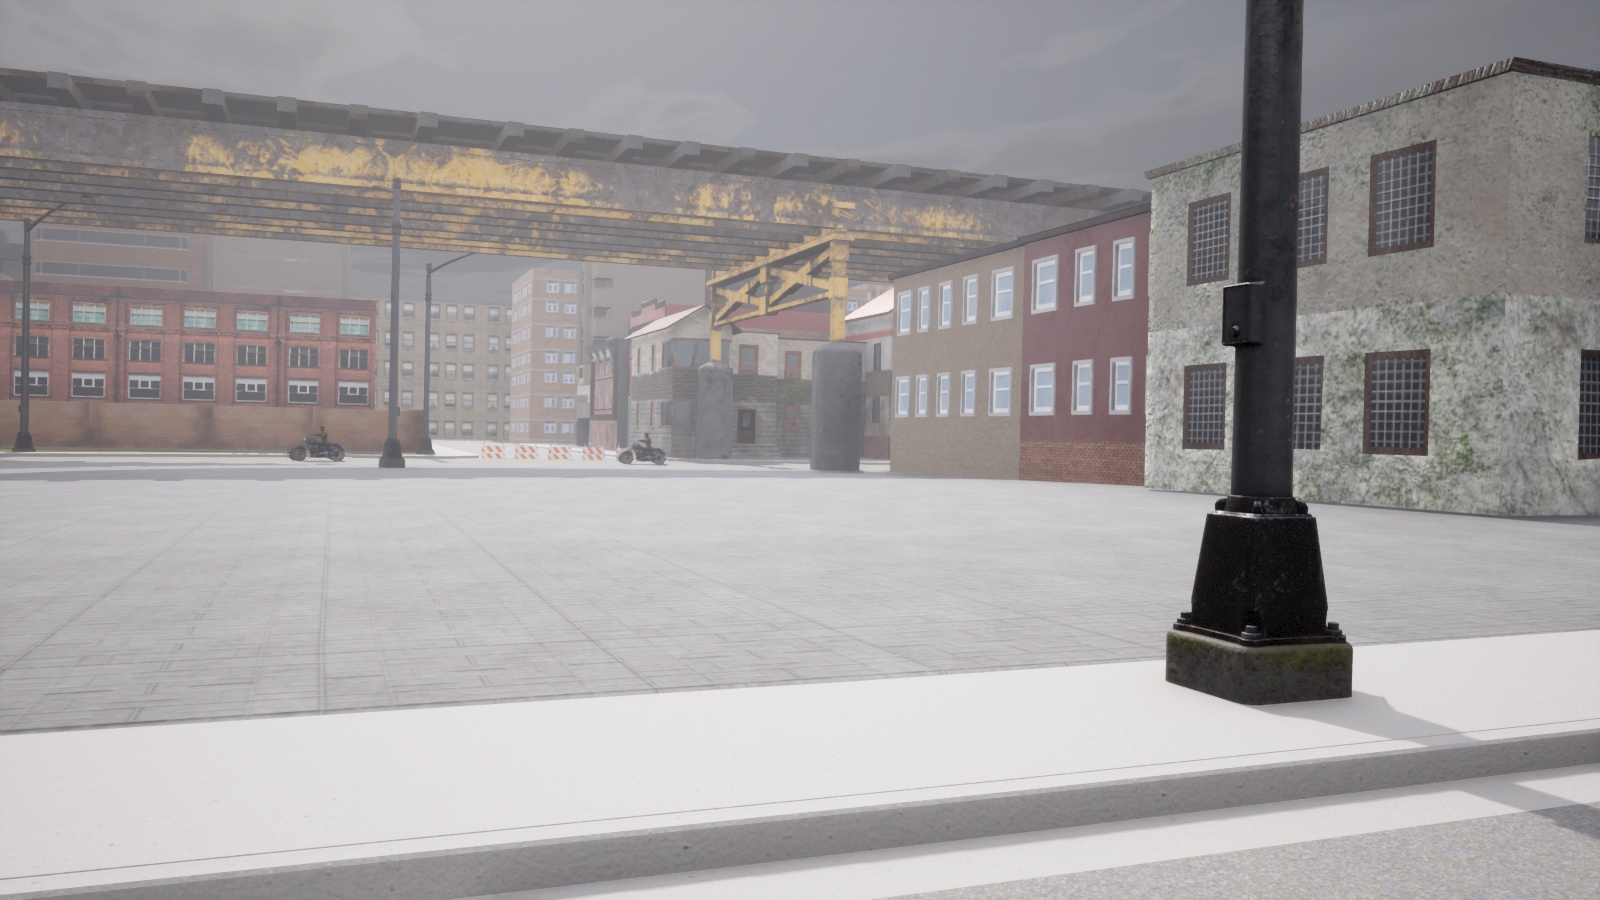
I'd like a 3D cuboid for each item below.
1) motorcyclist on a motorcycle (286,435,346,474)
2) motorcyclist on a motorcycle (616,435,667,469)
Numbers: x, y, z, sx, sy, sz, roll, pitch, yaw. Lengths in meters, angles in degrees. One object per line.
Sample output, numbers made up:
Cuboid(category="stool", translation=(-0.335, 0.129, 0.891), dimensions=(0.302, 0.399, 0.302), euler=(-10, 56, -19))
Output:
Cuboid(category="motorcyclist on a motorcycle", translation=(-21.274, 0.177, 55.228), dimensions=(2.350, 1.649, 0.766), euler=(-1, 1, -35))
Cuboid(category="motorcyclist on a motorcycle", translation=(-7.776, 0.107, 61.692), dimensions=(2.350, 1.649, 0.766), euler=(0, 1, -20))
